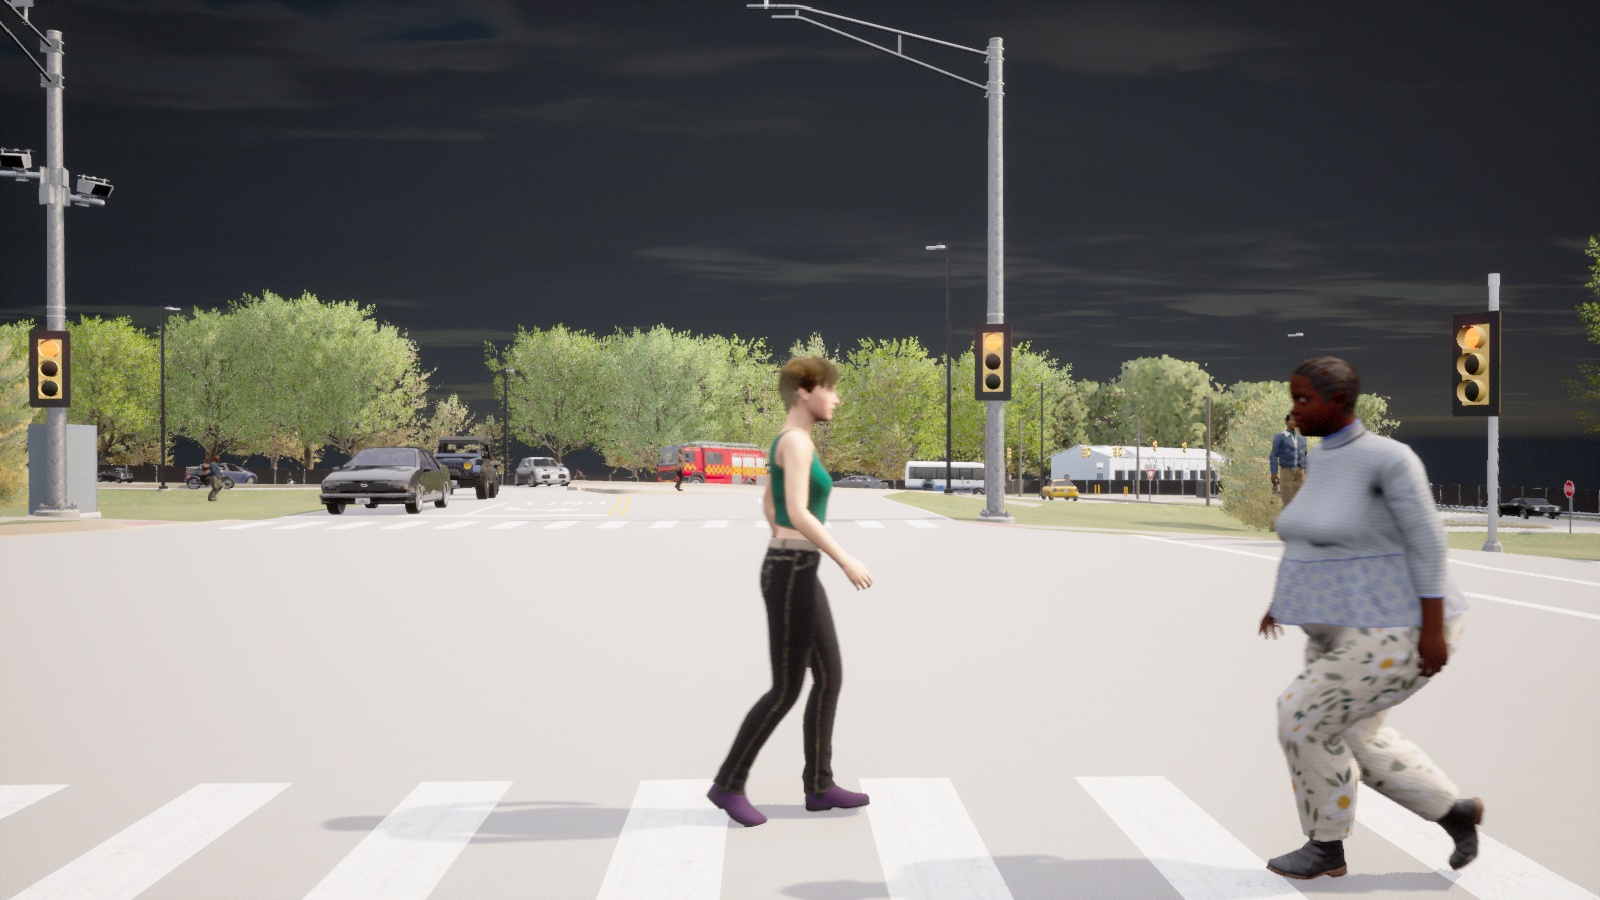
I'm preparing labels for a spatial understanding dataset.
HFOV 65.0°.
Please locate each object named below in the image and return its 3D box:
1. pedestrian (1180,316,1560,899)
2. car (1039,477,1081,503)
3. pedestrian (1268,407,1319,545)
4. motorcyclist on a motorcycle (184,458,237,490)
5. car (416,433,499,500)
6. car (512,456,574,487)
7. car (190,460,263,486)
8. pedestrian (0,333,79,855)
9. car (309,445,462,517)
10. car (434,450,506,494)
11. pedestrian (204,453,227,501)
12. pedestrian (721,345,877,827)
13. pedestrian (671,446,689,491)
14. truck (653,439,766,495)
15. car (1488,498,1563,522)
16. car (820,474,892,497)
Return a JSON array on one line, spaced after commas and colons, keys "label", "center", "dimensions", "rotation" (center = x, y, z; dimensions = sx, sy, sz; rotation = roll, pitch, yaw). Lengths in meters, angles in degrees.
[{"label": "pedestrian", "center": [1.837, 0.524, 4.204], "dimensions": [0.900, 1.855, 0.874], "rotation": [0, 1, 4]}, {"label": "car", "center": [17.114, 2.601, 82.906], "dimensions": [1.801, 1.575, 5.366], "rotation": [0, -1, 2]}, {"label": "pedestrian", "center": [7.141, 0.368, 18.201], "dimensions": [0.423, 1.949, 0.788], "rotation": [0, 1, 0]}, {"label": "motorcyclist on a motorcycle", "center": [-30.482, 1.222, 64.985], "dimensions": [2.350, 1.649, 0.766], "rotation": [0, 1, -8]}, {"label": "car", "center": [-10.076, 0.492, 37.225], "dimensions": [1.905, 1.878, 3.866], "rotation": [0, -1, -8]}, {"label": "car", "center": [-12.935, 1.053, 63.119], "dimensions": [1.970, 1.475, 3.806], "rotation": [0, 0, -30]}, {"label": "car", "center": [-37.964, 1.570, 83.160], "dimensions": [1.851, 1.617, 3.988], "rotation": [-2, -3, 33]}, {"label": "pedestrian", "center": [-3.292, 0.512, 4.487], "dimensions": [0.900, 1.855, 0.874], "rotation": [0, 1, 3]}, {"label": "car", "center": [-8.879, 0.613, 27.407], "dimensions": [2.033, 1.411, 5.357], "rotation": [0, 0, -6]}, {"label": "car", "center": [-12.070, 0.813, 45.692], "dimensions": [2.128, 1.511, 4.902], "rotation": [0, -1, -19]}, {"label": "pedestrian", "center": [-22.550, 1.023, 48.453], "dimensions": [0.726, 1.835, 0.370], "rotation": [0, 1, -7]}, {"label": "pedestrian", "center": [0.004, 0.518, 4.967], "dimensions": [0.594, 1.836, 0.345], "rotation": [0, 1, 4]}, {"label": "pedestrian", "center": [-4.915, 0.765, 51.502], "dimensions": [0.634, 1.846, 0.331], "rotation": [0, 1, 22]}, {"label": "truck", "center": [-6.743, 1.377, 94.384], "dimensions": [8.468, 3.827, 2.891], "rotation": [3, -6, -42]}, {"label": "car", "center": [44.857, 3.688, 77.738], "dimensions": [1.895, 1.301, 4.718], "rotation": [0, -1, 0]}, {"label": "car", "center": [4.155, 2.614, 93.089], "dimensions": [4.902, 1.511, 2.128], "rotation": [0, -3, 29]}]
